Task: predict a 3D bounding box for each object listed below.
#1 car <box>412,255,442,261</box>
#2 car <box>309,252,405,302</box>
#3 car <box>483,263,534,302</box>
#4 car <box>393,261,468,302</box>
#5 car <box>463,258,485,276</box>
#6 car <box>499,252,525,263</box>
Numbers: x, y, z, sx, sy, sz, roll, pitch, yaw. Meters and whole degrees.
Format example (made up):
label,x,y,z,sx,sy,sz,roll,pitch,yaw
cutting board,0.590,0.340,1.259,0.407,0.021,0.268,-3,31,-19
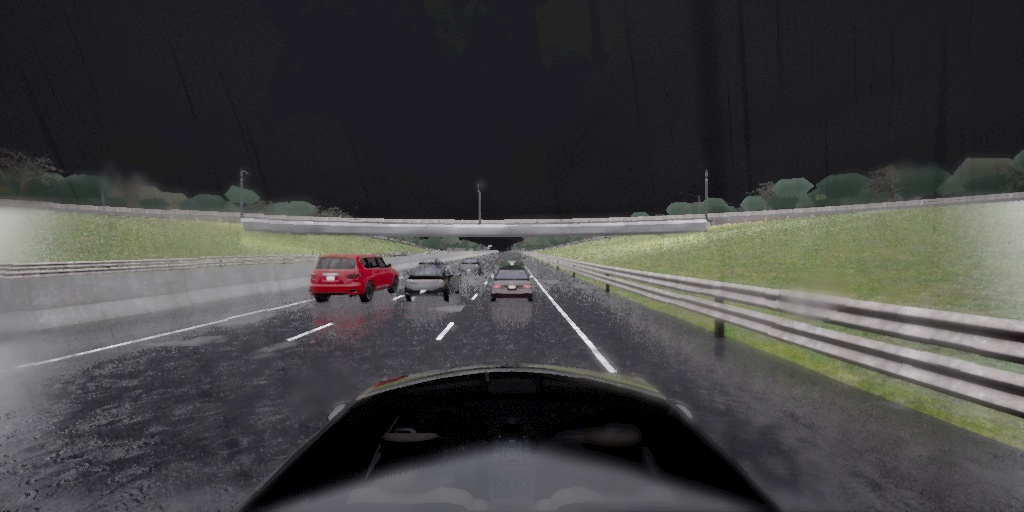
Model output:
label,x,y,z,sx,sy,sz,roll,pitch,yaw
car,-7.000,0.903,31.487,2.128,1.511,4.902,0,1,0
car,-7.000,0.922,16.520,2.150,2.045,5.566,0,1,0
car,0.000,1.229,16.492,2.033,1.411,5.357,0,1,0
car,-3.500,1.161,16.492,2.128,1.511,4.902,0,1,0
car,-3.500,0.903,31.487,2.128,1.511,4.902,0,1,0
car,0.000,0.665,31.513,2.150,2.045,5.566,0,1,0
